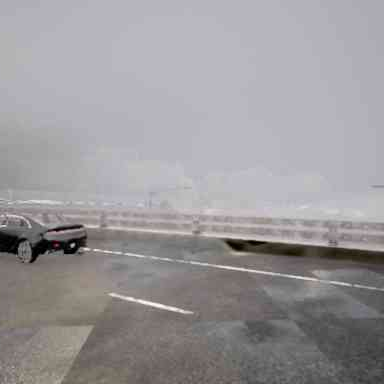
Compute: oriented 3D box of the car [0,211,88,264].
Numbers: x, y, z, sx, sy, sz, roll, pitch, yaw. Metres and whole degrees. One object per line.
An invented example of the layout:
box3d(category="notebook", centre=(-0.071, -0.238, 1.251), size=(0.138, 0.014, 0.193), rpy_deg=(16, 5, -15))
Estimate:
box3d(category="car", centre=(-5.794, 1.429, 11.502), size=(4.902, 1.511, 2.128), rpy_deg=(0, 1, 30))
